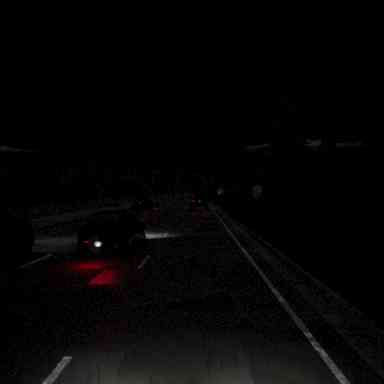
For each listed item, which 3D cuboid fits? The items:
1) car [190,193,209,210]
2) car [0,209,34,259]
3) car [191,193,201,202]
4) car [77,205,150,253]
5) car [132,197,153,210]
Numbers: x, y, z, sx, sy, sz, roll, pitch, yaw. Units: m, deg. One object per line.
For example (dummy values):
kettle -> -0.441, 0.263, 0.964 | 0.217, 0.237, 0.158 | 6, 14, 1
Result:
car -> 0.994, 1.243, 42.592 | 2.150, 2.045, 5.566 | 0, 0, 1
car -> -6.705, 1.200, 9.450 | 2.150, 2.045, 5.566 | 0, 0, 1
car -> 0.945, 1.261, 75.827 | 2.150, 2.045, 5.566 | 0, 0, 0
car -> -3.118, 1.499, 13.615 | 1.837, 1.490, 4.892 | 0, 0, 1
car -> -6.037, 1.346, 41.069 | 2.097, 1.767, 4.553 | 0, 0, 1
